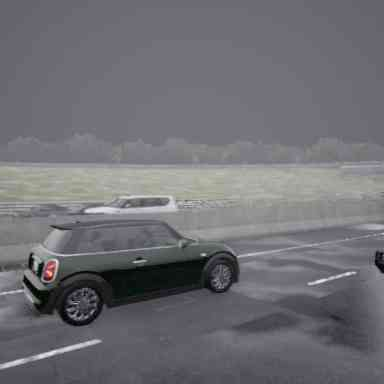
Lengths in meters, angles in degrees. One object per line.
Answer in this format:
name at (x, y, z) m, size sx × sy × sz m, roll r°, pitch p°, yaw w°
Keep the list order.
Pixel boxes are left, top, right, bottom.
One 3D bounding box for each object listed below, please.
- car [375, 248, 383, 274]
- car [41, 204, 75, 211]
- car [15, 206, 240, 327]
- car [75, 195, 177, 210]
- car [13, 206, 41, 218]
car at (6.767, 1.578, 8.574) m, size 4.718 × 1.301 × 1.895 m, roll 0°, pitch 0°, yaw -35°
car at (-6.430, 1.464, 20.895) m, size 5.008 × 1.535 × 1.882 m, roll 0°, pitch 0°, yaw -35°
car at (-1.098, 1.348, 7.263) m, size 4.553 × 1.767 × 2.097 m, roll 0°, pitch 0°, yaw -35°
car at (-3.332, 1.205, 18.807) m, size 5.566 × 2.045 × 2.150 m, roll 0°, pitch 0°, yaw -35°
car at (-9.911, 1.555, 22.712) m, size 4.181 × 1.385 × 1.994 m, roll 0°, pitch 0°, yaw -35°
